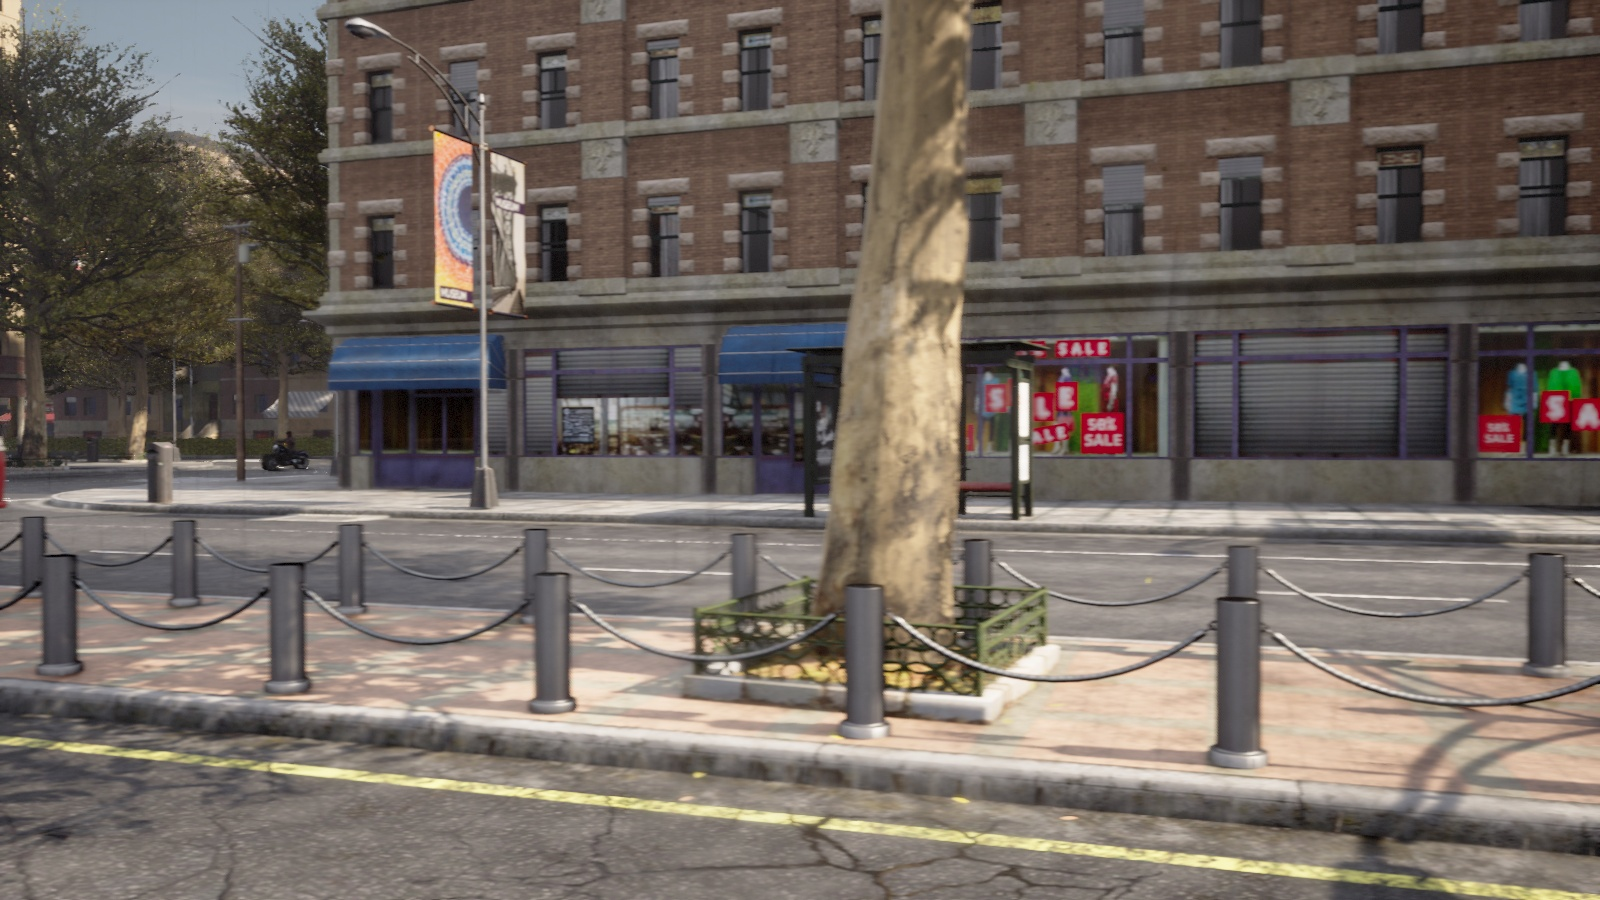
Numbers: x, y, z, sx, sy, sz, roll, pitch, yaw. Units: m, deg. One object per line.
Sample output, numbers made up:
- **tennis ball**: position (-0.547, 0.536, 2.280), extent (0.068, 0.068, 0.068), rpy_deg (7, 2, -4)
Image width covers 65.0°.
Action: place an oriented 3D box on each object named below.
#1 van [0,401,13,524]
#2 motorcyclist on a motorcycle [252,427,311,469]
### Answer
- **van**: position (-15.303, 0.194, 20.470), extent (4.442, 1.987, 1.775), rpy_deg (1, 1, 19)
- **motorcyclist on a motorcycle**: position (-20.986, -0.117, 50.893), extent (0.766, 1.649, 2.350), rpy_deg (1, 1, 23)
